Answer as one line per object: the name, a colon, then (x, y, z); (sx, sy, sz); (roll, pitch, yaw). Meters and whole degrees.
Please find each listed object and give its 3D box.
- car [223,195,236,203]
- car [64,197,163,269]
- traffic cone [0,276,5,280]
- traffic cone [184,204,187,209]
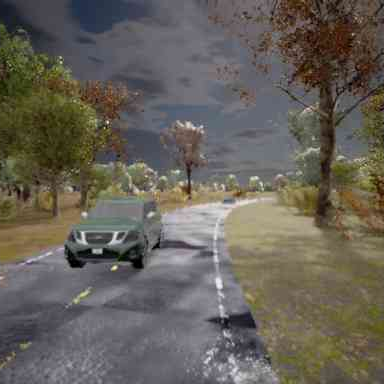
car: (7.333, 1.413, 65.391); (1.837, 1.490, 4.892); (0, 0, 18)
car: (-2.350, 1.204, 11.532); (2.150, 2.045, 5.566); (0, 0, 3)
traffic cone: (-5.032, 1.940, 8.494); (0.340, 0.580, 0.340); (0, 0, 2)
traffic cone: (-0.840, 1.892, 43.635); (0.340, 0.580, 0.340); (0, 0, 11)
